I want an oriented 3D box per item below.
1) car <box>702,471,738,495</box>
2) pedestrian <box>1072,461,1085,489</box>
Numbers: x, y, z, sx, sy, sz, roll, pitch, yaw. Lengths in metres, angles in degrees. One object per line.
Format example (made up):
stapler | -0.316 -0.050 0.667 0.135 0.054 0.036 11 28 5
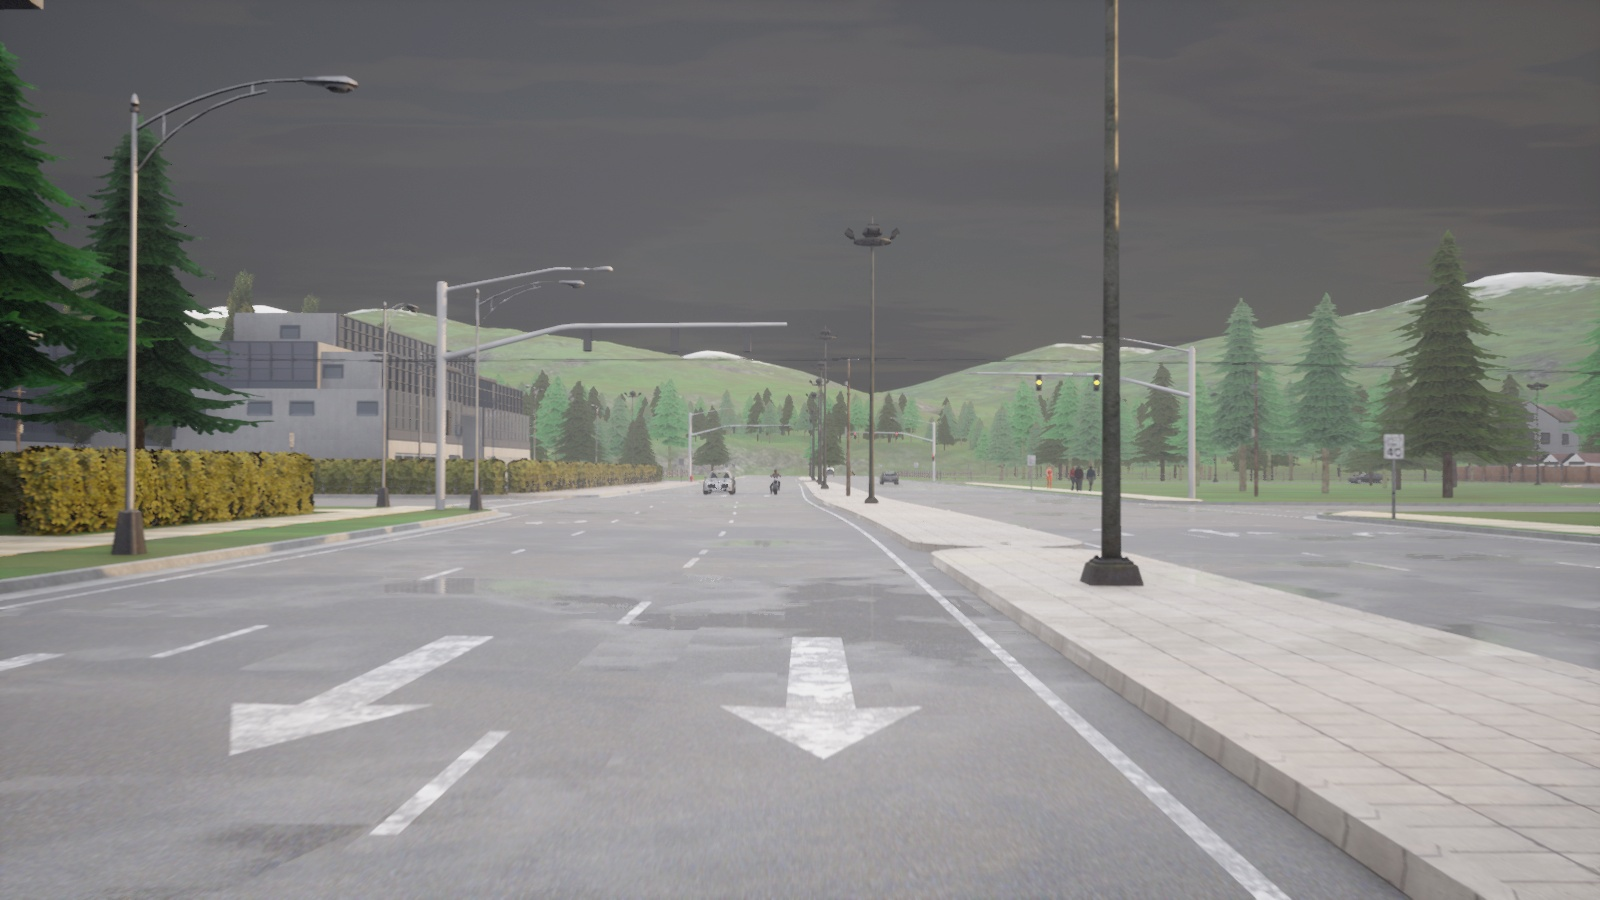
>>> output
car | -5.013 2.037 79.050 1.970 1.475 3.806 0 -1 0
pedestrian | 18.526 1.686 83.430 0.634 1.844 0.899 0 -1 0
